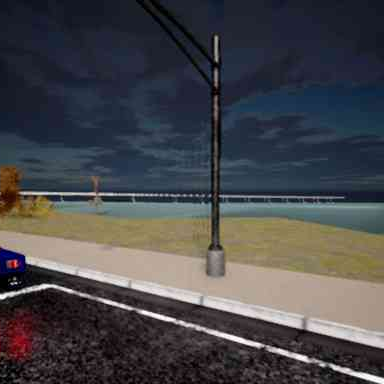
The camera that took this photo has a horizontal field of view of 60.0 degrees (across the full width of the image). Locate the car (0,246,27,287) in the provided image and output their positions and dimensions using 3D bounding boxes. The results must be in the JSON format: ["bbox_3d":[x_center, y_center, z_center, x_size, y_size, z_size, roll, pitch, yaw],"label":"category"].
[{"bbox_3d":[-6.083,1.597,8.026,4.718,1.301,1.895,0,0,36],"label":"car"}]
